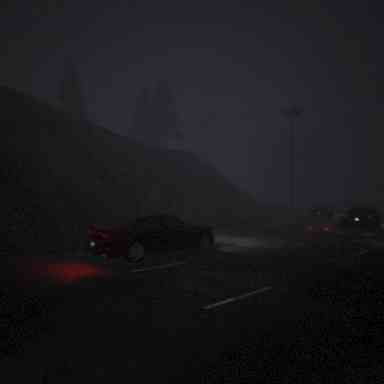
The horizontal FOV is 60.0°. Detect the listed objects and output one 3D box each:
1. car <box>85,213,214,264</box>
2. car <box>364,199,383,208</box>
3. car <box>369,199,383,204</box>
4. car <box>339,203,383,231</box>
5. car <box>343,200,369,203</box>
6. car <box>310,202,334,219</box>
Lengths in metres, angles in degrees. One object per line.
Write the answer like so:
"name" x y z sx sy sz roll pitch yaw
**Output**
"car" -1.324 1.496 12.144 5.008 1.535 1.882 0 0 -43
"car" 28.292 1.738 50.884 1.895 1.301 4.718 0 0 7
"car" 23.368 1.714 42.173 1.895 1.301 4.718 0 0 12
"car" 10.908 1.619 21.436 1.994 1.385 4.181 0 0 33
"car" 19.578 1.652 40.940 2.033 1.411 5.357 0 0 13
"car" 11.836 1.598 30.231 1.812 1.442 4.674 0 0 26
